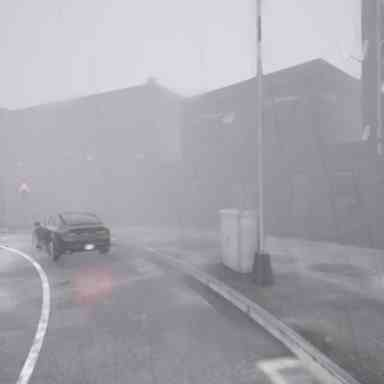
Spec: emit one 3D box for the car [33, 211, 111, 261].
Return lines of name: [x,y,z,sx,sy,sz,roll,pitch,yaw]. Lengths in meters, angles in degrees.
car: [-4.580,1.484,12.393,1.837,1.490,4.892,0,0,-35]
